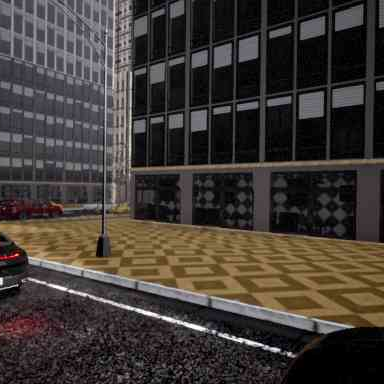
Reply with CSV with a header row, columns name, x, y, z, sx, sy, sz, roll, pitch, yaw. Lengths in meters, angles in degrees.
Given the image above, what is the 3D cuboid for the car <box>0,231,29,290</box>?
name,x,y,z,sx,sy,sz,roll,pitch,yaw
car,-5.748,1.500,7.814,4.892,1.490,1.837,0,0,36

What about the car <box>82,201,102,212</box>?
name,x,y,z,sx,sy,sz,roll,pitch,yaw
car,-11.638,1.818,42.790,1.895,1.301,4.718,1,0,37

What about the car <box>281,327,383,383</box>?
name,x,y,z,sx,sy,sz,roll,pitch,yaw
car,2.873,1.506,1.623,4.892,1.490,1.837,0,0,36

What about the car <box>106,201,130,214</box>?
name,x,y,z,sx,sy,sz,roll,pitch,yaw
car,-7.351,1.830,38.865,1.752,1.417,4.829,1,0,37

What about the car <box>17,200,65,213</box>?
name,x,y,z,sx,sy,sz,roll,pitch,yaw
car,-17.646,1.643,39.064,1.752,1.417,4.829,1,0,37

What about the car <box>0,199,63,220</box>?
name,x,y,z,sx,sy,sz,roll,pitch,yaw
car,-14.181,1.519,29.677,2.192,1.841,5.009,1,0,37
